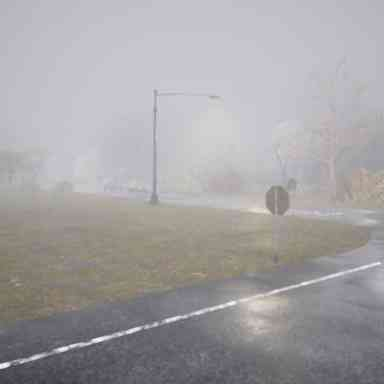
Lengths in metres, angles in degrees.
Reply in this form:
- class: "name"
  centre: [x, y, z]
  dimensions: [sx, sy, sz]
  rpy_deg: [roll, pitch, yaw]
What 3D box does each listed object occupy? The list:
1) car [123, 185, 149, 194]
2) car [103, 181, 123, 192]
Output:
- class: "car"
  centre: [-8.810, -0.376, 53.802]
  dimensions: [1.895, 1.301, 4.718]
  rpy_deg: [0, 2, -35]
- class: "car"
  centre: [-14.606, -1.080, 61.940]
  dimensions: [2.150, 2.045, 5.566]
  rpy_deg: [0, 2, -35]
